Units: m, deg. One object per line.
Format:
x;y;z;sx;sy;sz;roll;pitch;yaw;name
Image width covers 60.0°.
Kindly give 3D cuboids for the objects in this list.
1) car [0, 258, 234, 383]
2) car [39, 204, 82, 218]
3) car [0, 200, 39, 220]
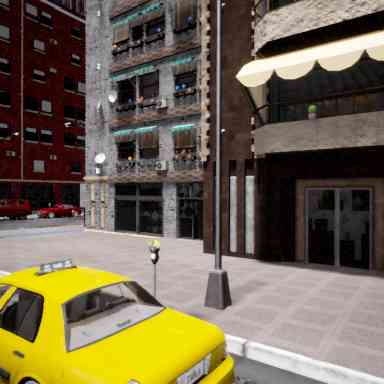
-1.860;1.525;4.191;4.829;1.417;1.752;0;0;35;car
-13.527;1.921;34.100;1.887;1.381;4.507;-1;-2;35;car
-16.811;1.588;29.453;2.192;1.841;5.009;-1;-2;35;car
